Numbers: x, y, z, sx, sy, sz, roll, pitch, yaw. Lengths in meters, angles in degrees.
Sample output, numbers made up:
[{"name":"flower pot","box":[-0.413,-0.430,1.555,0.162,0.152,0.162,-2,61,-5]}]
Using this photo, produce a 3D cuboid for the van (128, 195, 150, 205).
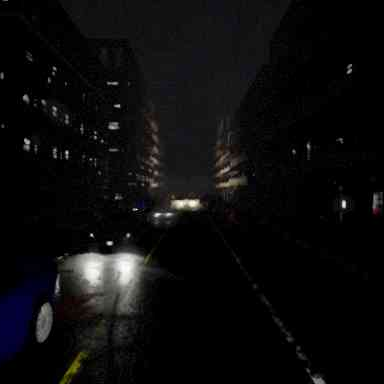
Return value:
[{"name":"van","box":[-5.668,1.306,34.206,1.690,1.788,3.998,-1,0,0]}]

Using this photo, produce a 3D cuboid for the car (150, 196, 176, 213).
[{"name":"car","box":[-3.094,1.509,37.132,2.033,1.411,5.357,0,0,0]}]

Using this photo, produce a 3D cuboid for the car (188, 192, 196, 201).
[{"name":"car","box":[0.004,1.303,80.007,1.812,1.442,4.674,0,0,0]}]

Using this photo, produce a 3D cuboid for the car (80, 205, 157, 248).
[{"name":"car","box":[-3.050,1.532,15.068,2.033,1.411,5.357,0,0,1]}]

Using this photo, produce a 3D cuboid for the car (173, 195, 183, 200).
[{"name":"car","box":[-2.997,1.318,77.770,1.882,1.535,5.008,0,0,0]}]

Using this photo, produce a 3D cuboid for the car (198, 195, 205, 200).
[{"name":"car","box":[2.683,1.438,90.368,1.752,1.417,4.829,-1,0,0]}]

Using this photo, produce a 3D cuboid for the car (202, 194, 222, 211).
[{"name":"car","box":[2.679,1.275,39.780,2.192,1.841,5.009,-1,0,0]}]

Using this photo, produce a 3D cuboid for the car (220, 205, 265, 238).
[{"name":"car","box":[2.682,1.564,17.372,1.802,1.307,4.206,-1,0,0]}]

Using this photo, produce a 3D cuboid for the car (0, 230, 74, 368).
[{"name":"car","box":[-3.097,1.474,3.441,1.882,1.535,5.008,0,0,0]}]

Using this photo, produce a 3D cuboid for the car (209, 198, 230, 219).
[{"name":"car","box":[2.681,1.496,28.746,1.752,1.417,4.829,-1,0,0]}]

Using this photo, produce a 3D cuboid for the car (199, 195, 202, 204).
[{"name":"car","box":[2.679,1.264,50.984,2.192,1.841,5.009,-1,0,0]}]

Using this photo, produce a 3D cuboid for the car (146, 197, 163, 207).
[{"name":"car","box":[-5.705,1.499,51.013,2.008,1.369,4.403,-1,0,0]}]

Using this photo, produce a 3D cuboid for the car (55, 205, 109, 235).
[{"name":"car","box":[-5.665,1.564,17.401,1.802,1.307,4.206,-1,0,0]}]

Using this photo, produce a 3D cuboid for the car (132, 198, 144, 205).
[{"name":"car","box":[-5.666,1.521,28.604,2.008,1.369,4.403,-1,0,0]}]

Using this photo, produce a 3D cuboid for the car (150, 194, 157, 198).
[{"name":"car","box":[-5.691,1.269,45.410,2.192,1.841,5.009,-1,0,0]}]

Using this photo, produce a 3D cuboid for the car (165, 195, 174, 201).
[{"name":"car","box":[-5.696,1.469,84.625,2.008,1.369,4.403,-1,0,0]}]

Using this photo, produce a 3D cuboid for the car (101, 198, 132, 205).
[{"name":"car","box":[-5.667,1.416,23.002,1.967,1.590,4.097,-1,0,0]}]
